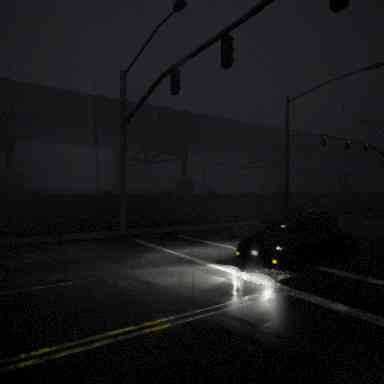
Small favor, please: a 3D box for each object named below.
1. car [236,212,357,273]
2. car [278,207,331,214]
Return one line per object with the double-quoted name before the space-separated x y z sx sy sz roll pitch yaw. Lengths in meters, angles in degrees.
"car" 3.426 1.564 10.715 4.181 1.385 1.994 0 0 -35
"car" 5.266 1.491 16.312 4.902 1.511 2.128 0 0 -35
